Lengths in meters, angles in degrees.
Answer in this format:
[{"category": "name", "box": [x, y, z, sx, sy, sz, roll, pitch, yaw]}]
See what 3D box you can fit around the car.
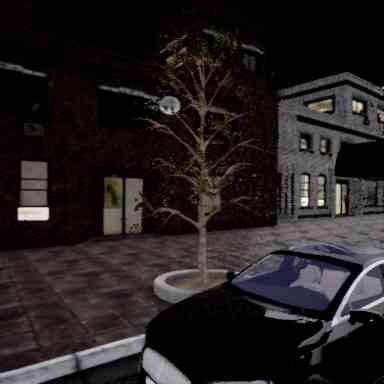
[{"category": "car", "box": [1.679, 1.495, 4.310, 4.902, 1.511, 2.128, 0, 0, -36]}]
